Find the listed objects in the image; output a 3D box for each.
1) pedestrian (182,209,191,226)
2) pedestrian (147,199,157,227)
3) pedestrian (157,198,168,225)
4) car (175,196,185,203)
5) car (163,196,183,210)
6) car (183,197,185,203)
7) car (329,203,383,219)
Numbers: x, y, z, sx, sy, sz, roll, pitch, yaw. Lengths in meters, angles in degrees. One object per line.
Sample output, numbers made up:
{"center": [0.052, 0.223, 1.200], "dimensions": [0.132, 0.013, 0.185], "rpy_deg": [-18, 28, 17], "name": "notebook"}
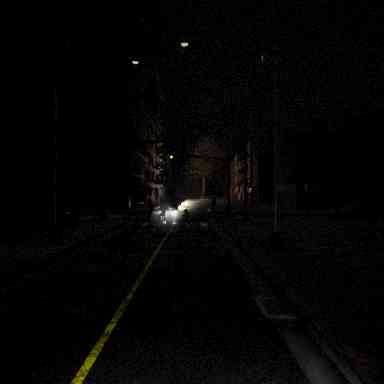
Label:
{"center": [-0.330, 1.660, 21.577], "dimensions": [0.500, 1.100, 0.500], "rpy_deg": [0, 0, 0], "name": "pedestrian"}
{"center": [-2.591, 1.280, 20.988], "dimensions": [0.375, 1.860, 0.375], "rpy_deg": [0, 0, 0], "name": "pedestrian"}
{"center": [-1.993, 1.279, 22.190], "dimensions": [0.375, 1.860, 0.375], "rpy_deg": [0, 0, 0], "name": "pedestrian"}
{"center": [-2.481, 1.471, 68.838], "dimensions": [1.994, 1.385, 4.181], "rpy_deg": [0, 0, 0], "name": "car"}
{"center": [-2.677, 1.440, 42.649], "dimensions": [2.128, 1.511, 4.902], "rpy_deg": [0, 0, 0], "name": "car"}
{"center": [-2.631, 1.530, 53.876], "dimensions": [1.895, 1.301, 4.718], "rpy_deg": [0, 0, 0], "name": "car"}
{"center": [14.000, 1.575, 27.697], "dimensions": [4.829, 1.417, 1.752], "rpy_deg": [0, -1, 0], "name": "car"}
